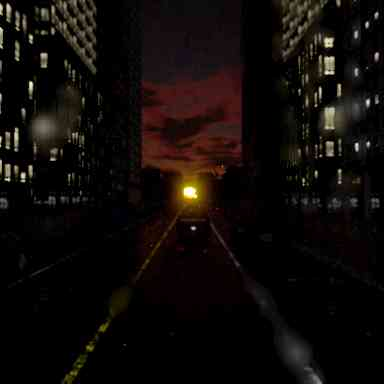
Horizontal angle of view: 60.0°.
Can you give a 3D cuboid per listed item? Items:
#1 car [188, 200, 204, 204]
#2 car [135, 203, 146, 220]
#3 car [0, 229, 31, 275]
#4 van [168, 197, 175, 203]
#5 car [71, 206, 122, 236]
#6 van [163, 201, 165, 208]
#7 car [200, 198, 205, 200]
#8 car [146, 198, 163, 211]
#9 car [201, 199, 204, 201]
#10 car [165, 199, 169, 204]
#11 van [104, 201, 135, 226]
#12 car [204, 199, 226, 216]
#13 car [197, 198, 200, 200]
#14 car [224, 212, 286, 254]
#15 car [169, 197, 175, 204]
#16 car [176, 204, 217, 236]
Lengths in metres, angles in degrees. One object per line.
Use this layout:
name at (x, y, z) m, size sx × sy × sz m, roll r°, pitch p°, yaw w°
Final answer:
car at (0.053, 1.932, 37.143) m, size 1.994 × 1.385 × 4.181 m, roll 0°, pitch -1°, yaw 0°
car at (-5.726, 1.893, 31.118) m, size 1.802 × 1.307 × 4.206 m, roll 0°, pitch -1°, yaw 0°
car at (-5.698, 1.637, 8.350) m, size 2.008 × 1.369 × 4.403 m, roll 0°, pitch -1°, yaw 0°
van at (-5.802, 2.243, 93.731) m, size 1.690 × 1.788 × 3.998 m, roll 0°, pitch -1°, yaw 0°
car at (-5.712, 1.744, 19.734) m, size 1.887 × 1.381 × 4.507 m, roll 0°, pitch -1°, yaw 0°
van at (-5.753, 1.870, 53.888) m, size 1.690 × 1.788 × 3.998 m, roll 0°, pitch -1°, yaw 0°
car at (2.626, 2.055, 54.052) m, size 1.752 × 1.417 × 4.829 m, roll 0°, pitch -1°, yaw 0°
car at (-5.746, 1.915, 48.195) m, size 1.967 × 1.590 × 4.097 m, roll 0°, pitch -1°, yaw 0°
car at (2.633, 2.056, 48.189) m, size 1.802 × 1.307 × 4.206 m, roll 0°, pitch -1°, yaw 0°
car at (-5.761, 2.149, 59.578) m, size 1.947 × 1.339 × 4.313 m, roll 0°, pitch -1°, yaw 0°
van at (-5.718, 1.596, 25.429) m, size 1.690 × 1.788 × 3.998 m, roll 0°, pitch -1°, yaw 0°
car at (2.649, 1.805, 36.807) m, size 1.967 × 1.590 × 4.097 m, roll 0°, pitch -1°, yaw 0°
car at (2.592, 2.236, 82.341) m, size 1.967 × 1.590 × 4.097 m, roll 0°, pitch -1°, yaw 0°
car at (2.676, 1.708, 14.040) m, size 1.947 × 1.339 × 4.313 m, roll 0°, pitch -1°, yaw 0°
car at (-5.789, 2.320, 82.175) m, size 1.752 × 1.417 × 4.829 m, roll 0°, pitch -1°, yaw 0°
car at (0.076, 1.689, 19.647) m, size 2.128 × 1.511 × 4.902 m, roll 0°, pitch -1°, yaw 0°
